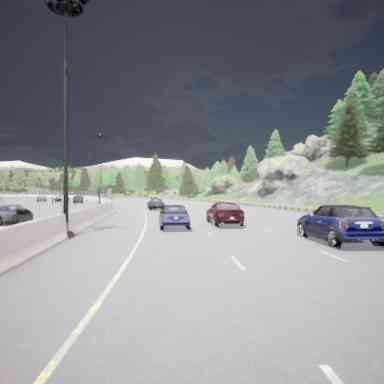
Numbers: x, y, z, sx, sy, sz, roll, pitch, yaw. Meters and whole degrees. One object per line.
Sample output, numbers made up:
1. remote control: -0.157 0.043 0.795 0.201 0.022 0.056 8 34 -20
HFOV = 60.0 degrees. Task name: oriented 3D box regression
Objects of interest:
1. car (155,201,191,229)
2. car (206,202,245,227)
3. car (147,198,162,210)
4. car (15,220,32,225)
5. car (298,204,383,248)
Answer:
1. car: -1.173 1.512 21.301 2.033 1.411 5.357 0 0 -6
2. car: 2.156 1.433 22.650 1.882 1.535 5.008 0 0 -6
3. car: -4.626 1.500 42.159 1.994 1.385 4.181 0 0 -12
4. car: -12.051 1.551 21.985 1.994 1.385 4.181 0 0 -7
5. car: 6.409 1.312 14.778 2.097 1.767 4.553 0 0 -4
